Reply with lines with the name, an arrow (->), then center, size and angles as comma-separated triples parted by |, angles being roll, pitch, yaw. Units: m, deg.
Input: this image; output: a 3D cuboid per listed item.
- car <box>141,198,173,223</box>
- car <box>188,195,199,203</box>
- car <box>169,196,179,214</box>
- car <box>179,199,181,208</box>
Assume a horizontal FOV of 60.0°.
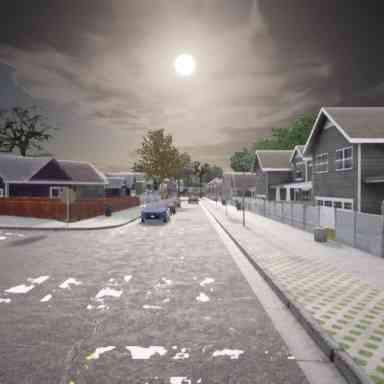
car -> -2.777, 1.488, 26.006 | 1.882, 1.535, 5.008 | 0, 0, 0
car -> 0.284, 1.476, 69.582 | 2.097, 1.767, 4.553 | 0, 0, 0
car -> -2.724, 1.505, 36.524 | 1.882, 1.535, 5.008 | 0, 0, -1
car -> -2.716, 1.405, 48.179 | 2.097, 1.767, 4.553 | 0, 0, 0
